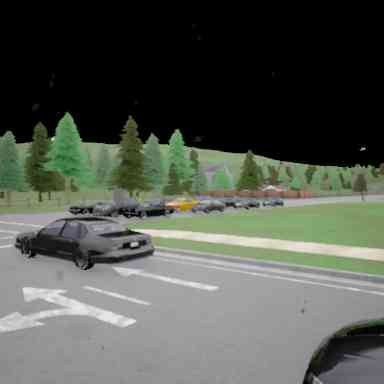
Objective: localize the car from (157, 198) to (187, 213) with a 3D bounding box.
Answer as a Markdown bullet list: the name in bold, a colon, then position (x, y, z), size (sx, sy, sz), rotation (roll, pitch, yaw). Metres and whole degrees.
- **car**: position (-1.254, 1.430, 37.207), size (1.882, 1.535, 5.008), rotation (0, 0, 36)

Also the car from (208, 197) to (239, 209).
- **car**: position (4.292, 1.457, 44.774), size (1.837, 1.490, 4.892), rotation (0, 0, 36)

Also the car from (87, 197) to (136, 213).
- **car**: position (-6.624, 1.304, 29.870), size (2.097, 1.767, 4.553), rotation (0, 0, 36)

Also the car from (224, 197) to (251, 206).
- **car**: position (7.586, 1.493, 55.125), size (2.033, 1.411, 5.357), rotation (0, 0, 36)

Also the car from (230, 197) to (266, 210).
- **car**: position (7.091, 1.451, 42.673), size (2.128, 1.511, 4.902), rotation (0, 0, 36)

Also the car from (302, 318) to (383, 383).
- **car**: position (3.125, 1.495, 1.763), size (4.902, 1.511, 2.128), rotation (0, 0, 36)

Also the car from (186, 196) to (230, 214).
- **car**: position (1.770, 1.485, 35.384), size (1.812, 1.442, 4.674), rotation (0, 0, 36)

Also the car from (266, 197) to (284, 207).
- **car**: position (12.098, 1.451, 49.491), size (2.128, 1.511, 4.902), rotation (0, 0, 36)

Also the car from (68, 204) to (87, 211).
- **car**: position (-9.425, 1.545, 31.969), size (1.895, 1.301, 4.718), rotation (0, 0, 36)

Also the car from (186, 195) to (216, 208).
- **car**: position (1.329, 1.297, 46.646), size (2.097, 1.767, 4.553), rotation (0, 0, 36)

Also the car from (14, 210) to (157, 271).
- **car**: position (-3.681, 1.528, 10.915), size (5.357, 1.411, 2.033), rotation (0, 0, 36)

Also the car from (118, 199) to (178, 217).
- **car**: position (-3.629, 1.560, 28.032), size (1.895, 1.301, 4.718), rotation (0, 0, 36)
